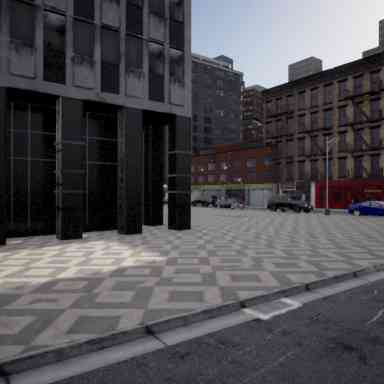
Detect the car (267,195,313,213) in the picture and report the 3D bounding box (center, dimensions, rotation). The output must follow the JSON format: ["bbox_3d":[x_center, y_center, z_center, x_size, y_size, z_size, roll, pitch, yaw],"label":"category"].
[{"bbox_3d":[11.320,1.392,38.821,2.150,2.045,5.566,0,-1,-36],"label":"car"}]

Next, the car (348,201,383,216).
[{"bbox_3d":[17.167,1.577,30.820,1.882,1.535,5.008,0,-1,-37],"label":"car"}]

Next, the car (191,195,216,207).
[{"bbox_3d":[2.175,1.522,56.641,2.150,2.045,5.566,0,0,-36],"label":"car"}]

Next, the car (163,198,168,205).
[{"bbox_3d":[-4.041,1.844,65.042,1.837,1.490,4.892,0,0,-36],"label":"car"}]

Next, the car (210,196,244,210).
[{"bbox_3d":[5.286,1.727,47.076,2.128,1.511,4.902,0,0,-36],"label":"car"}]
